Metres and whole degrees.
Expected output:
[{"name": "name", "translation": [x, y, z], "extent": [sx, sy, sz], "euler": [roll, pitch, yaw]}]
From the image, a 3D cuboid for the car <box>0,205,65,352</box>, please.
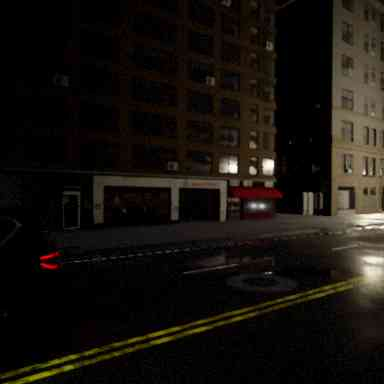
[{"name": "car", "translation": [-4.634, 1.210, 4.373], "extent": [5.566, 2.045, 2.150], "euler": [1, 0, -36]}]
